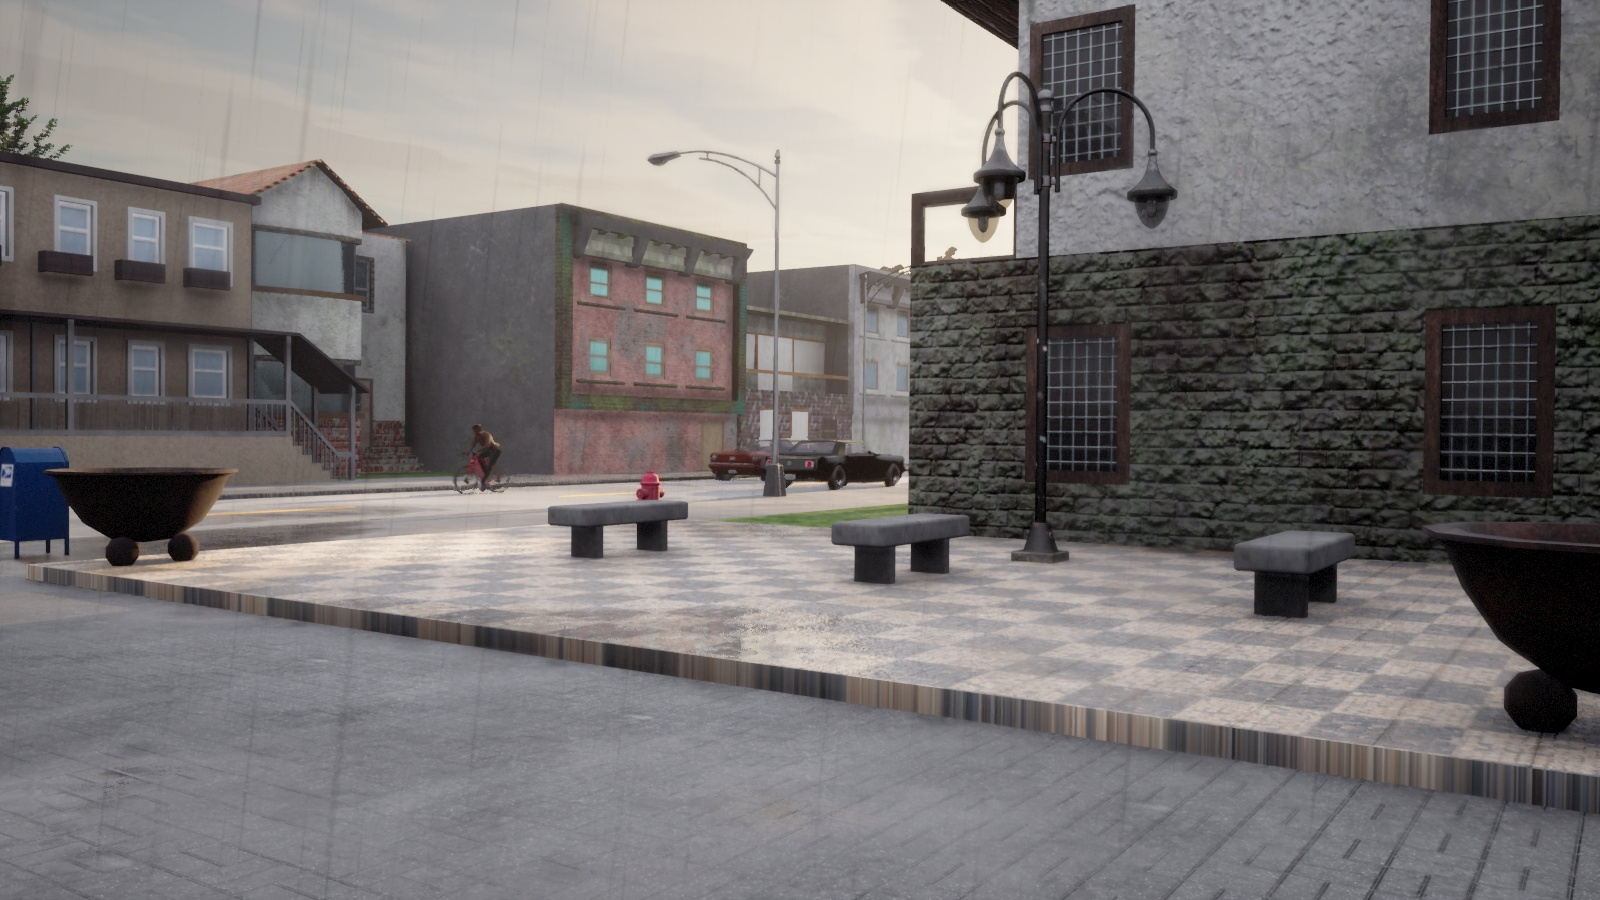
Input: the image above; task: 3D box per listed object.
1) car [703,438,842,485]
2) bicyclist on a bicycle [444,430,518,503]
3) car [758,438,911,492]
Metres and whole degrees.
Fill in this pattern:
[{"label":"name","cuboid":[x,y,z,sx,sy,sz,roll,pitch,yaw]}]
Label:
[{"label":"car","cuboid":[-0.754,0.313,38.522,1.895,1.301,4.718,0,1,34]},{"label":"bicyclist on a bicycle","cuboid":[-7.306,0.357,28.815,0.582,1.620,1.656,0,1,33]},{"label":"car","cuboid":[1.029,0.358,33.995,1.895,1.301,4.718,0,1,34]}]
